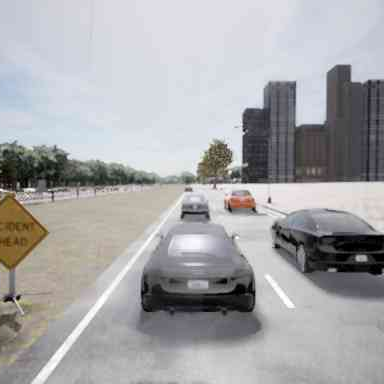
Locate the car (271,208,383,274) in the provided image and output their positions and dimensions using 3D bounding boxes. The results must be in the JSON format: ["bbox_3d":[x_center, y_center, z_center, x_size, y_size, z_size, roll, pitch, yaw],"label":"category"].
[{"bbox_3d":[3.645,1.195,9.600,1.882,1.535,5.008,0,2,0],"label":"car"}]

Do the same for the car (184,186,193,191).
[{"bbox_3d":[-0.722,-0.665,75.529,1.812,1.442,4.674,0,2,0],"label":"car"}]

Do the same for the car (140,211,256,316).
[{"bbox_3d":[0.116,1.349,7.186,1.994,1.385,4.181,0,2,1],"label":"car"}]

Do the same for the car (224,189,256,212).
[{"bbox_3d":[3.765,0.565,26.833,2.097,1.767,4.553,0,2,1],"label":"car"}]

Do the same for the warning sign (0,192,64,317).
[{"bbox_3d":[-3.007,0.946,5.552,1.300,1.860,1.060,0,2,0],"label":"warning sign"}]

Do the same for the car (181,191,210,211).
[{"bbox_3d":[0.216,0.890,22.301,2.033,1.411,5.357,0,2,1],"label":"car"}]
